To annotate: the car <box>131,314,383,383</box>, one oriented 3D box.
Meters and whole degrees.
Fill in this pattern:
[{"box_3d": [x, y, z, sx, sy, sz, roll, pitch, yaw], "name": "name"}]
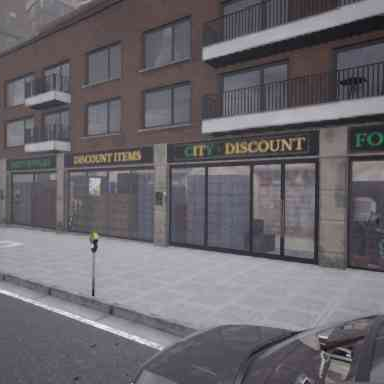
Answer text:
[{"box_3d": [1.447, 1.551, 2.040, 4.403, 1.369, 2.008, 0, 1, 35], "name": "car"}]
